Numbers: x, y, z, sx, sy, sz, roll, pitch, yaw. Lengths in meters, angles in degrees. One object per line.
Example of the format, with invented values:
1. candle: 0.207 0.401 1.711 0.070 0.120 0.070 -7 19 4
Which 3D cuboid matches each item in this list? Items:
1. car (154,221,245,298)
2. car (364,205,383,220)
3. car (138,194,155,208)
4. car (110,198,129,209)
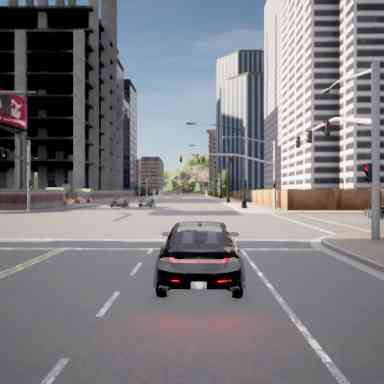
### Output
1. car: 0.205 1.489 8.485 2.128 1.511 4.902 0 0 2
2. car: 16.687 1.517 27.330 4.674 1.442 1.812 0 0 0
3. car: -6.420 1.474 47.532 2.128 1.511 4.902 0 0 1
4. car: -9.946 1.511 45.935 1.812 1.442 4.674 0 0 1
